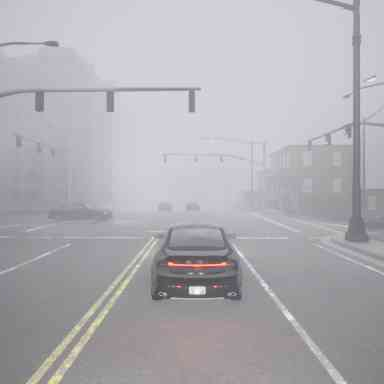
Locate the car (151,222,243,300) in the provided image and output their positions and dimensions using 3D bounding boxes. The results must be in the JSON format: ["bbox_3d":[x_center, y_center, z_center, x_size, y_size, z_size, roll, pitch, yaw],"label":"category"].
[{"bbox_3d":[0.094,1.505,8.342,1.837,1.490,4.892,0,0,0],"label":"car"}]

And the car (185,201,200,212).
[{"bbox_3d":[0.089,1.966,44.210,1.812,1.442,4.674,0,-4,0],"label":"car"}]

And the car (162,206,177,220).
[{"bbox_3d":[-3.631,3.521,54.982,2.128,1.511,4.902,0,-12,0],"label":"car"}]

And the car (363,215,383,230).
[{"bbox_3d":[16.047,2.655,28.228,4.181,1.385,1.994,8,0,0],"label":"car"}]

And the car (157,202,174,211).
[{"bbox_3d":[-3.633,2.066,45.578,1.837,1.490,4.892,0,-5,0],"label":"car"}]

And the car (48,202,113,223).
[{"bbox_3d":[-8.245,1.509,24.816,4.674,1.442,1.812,-1,0,1],"label":"car"}]
